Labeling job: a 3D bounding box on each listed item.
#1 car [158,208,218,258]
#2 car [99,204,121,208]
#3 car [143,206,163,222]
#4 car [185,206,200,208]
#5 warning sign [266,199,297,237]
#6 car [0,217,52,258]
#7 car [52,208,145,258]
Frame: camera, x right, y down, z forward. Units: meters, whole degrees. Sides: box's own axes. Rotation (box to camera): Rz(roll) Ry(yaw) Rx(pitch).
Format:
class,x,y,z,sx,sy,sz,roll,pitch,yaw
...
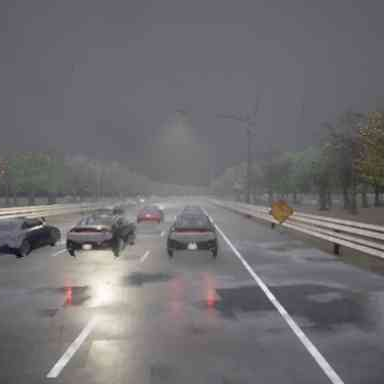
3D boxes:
class,x,y,z,sx,sy,sz,roll,pitch,yaw
car,0.028,1.637,13.493,2.128,1.511,4.902,0,0,0
car,-6.959,1.798,28.498,2.128,1.511,4.902,0,0,0
car,-3.458,1.868,28.423,1.994,1.385,4.181,0,-1,0
car,0.045,1.869,28.553,1.994,1.385,4.181,0,-1,0
warning sign,4.565,1.297,17.071,1.300,1.860,1.060,0,-1,0
car,-6.970,1.708,13.448,1.994,1.385,4.181,0,-1,0
car,-3.472,1.637,13.495,2.128,1.511,4.902,0,0,0
